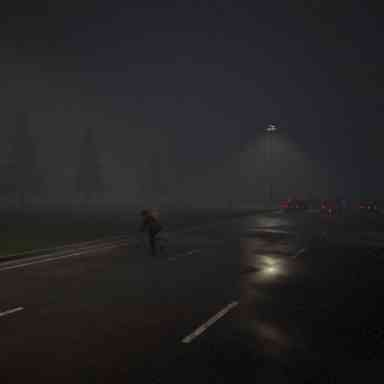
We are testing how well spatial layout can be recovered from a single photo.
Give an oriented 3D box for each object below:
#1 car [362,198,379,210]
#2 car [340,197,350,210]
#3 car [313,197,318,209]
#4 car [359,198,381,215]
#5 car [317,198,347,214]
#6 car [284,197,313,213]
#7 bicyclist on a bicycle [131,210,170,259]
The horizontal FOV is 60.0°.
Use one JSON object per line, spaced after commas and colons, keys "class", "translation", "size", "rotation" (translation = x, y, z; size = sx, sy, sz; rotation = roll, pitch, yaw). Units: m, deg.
{"class": "car", "translation": [23.203, 1.505, 43.089], "size": [1.837, 1.490, 4.892], "rotation": [0, 0, 30]}
{"class": "car", "translation": [19.898, 1.478, 44.357], "size": [1.882, 1.535, 5.008], "rotation": [0, 0, 30]}
{"class": "car", "translation": [16.609, 1.505, 45.657], "size": [1.837, 1.490, 4.892], "rotation": [0, 0, 30]}
{"class": "car", "translation": [18.146, 1.547, 33.962], "size": [2.033, 1.411, 5.357], "rotation": [0, 0, 30]}
{"class": "car", "translation": [15.076, 1.601, 35.643], "size": [1.895, 1.301, 4.718], "rotation": [0, 0, 29]}
{"class": "car", "translation": [11.453, 1.547, 36.344], "size": [2.033, 1.411, 5.357], "rotation": [0, 0, 29]}
{"class": "bicyclist on a bicycle", "translation": [-1.462, 1.455, 11.391], "size": [1.656, 1.620, 0.582], "rotation": [-2, -1, 29]}
